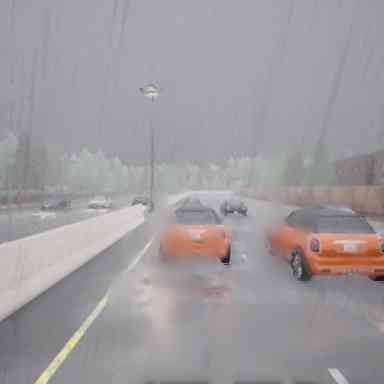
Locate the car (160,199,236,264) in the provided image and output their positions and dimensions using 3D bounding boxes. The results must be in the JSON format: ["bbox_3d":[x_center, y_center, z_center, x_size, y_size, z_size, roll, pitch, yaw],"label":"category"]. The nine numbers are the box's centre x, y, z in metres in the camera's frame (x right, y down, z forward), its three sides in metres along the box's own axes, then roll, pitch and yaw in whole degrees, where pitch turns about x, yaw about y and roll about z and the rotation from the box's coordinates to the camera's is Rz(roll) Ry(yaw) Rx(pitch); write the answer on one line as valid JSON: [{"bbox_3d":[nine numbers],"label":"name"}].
[{"bbox_3d":[0.097,1.249,11.582,2.097,1.767,4.553,0,1,0],"label":"car"}]

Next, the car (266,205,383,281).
[{"bbox_3d":[3.598,1.265,9.697,2.097,1.767,4.553,0,1,0],"label":"car"}]

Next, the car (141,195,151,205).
[{"bbox_3d":[-7.008,1.152,46.461,1.994,1.385,4.181,0,0,2],"label":"car"}]

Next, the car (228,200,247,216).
[{"bbox_3d":[3.530,1.343,29.079,1.895,1.301,4.718,0,1,-1],"label":"car"}]

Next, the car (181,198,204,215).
[{"bbox_3d":[0.024,1.289,30.984,1.994,1.385,4.181,0,1,0],"label":"car"}]

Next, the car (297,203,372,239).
[{"bbox_3d":[7.082,1.374,17.150,1.812,1.442,4.674,0,1,0],"label":"car"}]
